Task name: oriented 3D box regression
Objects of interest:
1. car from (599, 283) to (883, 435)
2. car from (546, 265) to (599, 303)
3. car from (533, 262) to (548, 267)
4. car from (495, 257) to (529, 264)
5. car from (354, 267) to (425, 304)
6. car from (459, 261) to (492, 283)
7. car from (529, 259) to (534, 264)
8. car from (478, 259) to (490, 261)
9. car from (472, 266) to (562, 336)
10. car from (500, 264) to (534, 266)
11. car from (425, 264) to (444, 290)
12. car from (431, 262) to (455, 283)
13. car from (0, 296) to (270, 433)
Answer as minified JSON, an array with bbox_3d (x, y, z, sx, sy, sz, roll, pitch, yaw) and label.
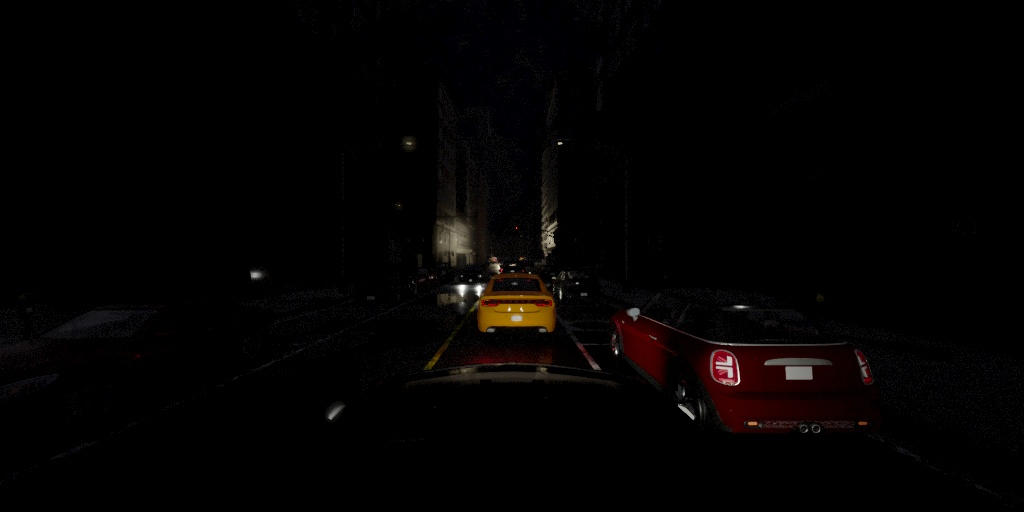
[{"bbox_3d":[2.863,1.190,5.510,1.967,1.591,4.097,0,0,0],"label":"car"},{"bbox_3d":[2.882,1.301,16.513,2.007,1.370,4.403,0,0,0],"label":"car"},{"bbox_3d":[2.901,1.319,27.515,1.948,1.339,4.313,0,0,0],"label":"car"},{"bbox_3d":[0.075,1.105,28.118,2.097,1.767,4.553,0,0,1],"label":"car"},{"bbox_3d":[-5.643,1.316,16.527,1.948,1.339,4.313,0,0,0],"label":"car"},{"bbox_3d":[-2.955,1.353,28.300,2.033,1.411,5.357,0,0,0],"label":"car"},{"bbox_3d":[3.000,1.232,64.604,1.967,1.591,4.097,0,0,0],"label":"car"},{"bbox_3d":[-5.525,1.374,64.632,1.802,1.307,4.207,0,0,0],"label":"car"},{"bbox_3d":[0.112,1.228,10.397,1.882,1.535,5.008,0,0,0],"label":"car"},{"bbox_3d":[0.131,1.315,19.385,1.994,1.385,4.181,0,0,0],"label":"car"},{"bbox_3d":[-5.634,1.333,22.029,1.802,1.307,4.207,0,0,0],"label":"car"},{"bbox_3d":[-5.624,1.192,27.530,1.967,1.591,4.097,0,0,0],"label":"car"},{"bbox_3d":[-5.662,1.332,5.525,1.802,1.307,4.207,0,0,0],"label":"car"}]
